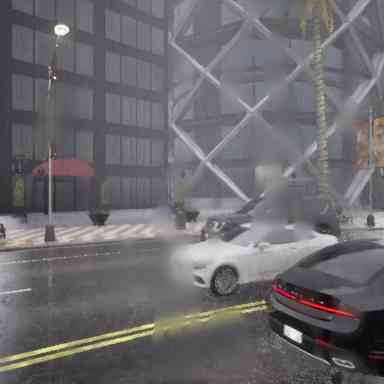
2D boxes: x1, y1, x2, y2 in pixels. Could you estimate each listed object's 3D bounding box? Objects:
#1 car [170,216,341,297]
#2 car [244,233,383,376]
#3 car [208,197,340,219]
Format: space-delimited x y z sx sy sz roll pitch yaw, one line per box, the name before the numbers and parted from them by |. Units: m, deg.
car | 1.759 1.526 8.529 4.674 1.442 1.812 0 0 -25
car | 3.432 1.507 5.242 4.892 1.490 1.837 -1 0 -26
car | 3.144 1.221 12.987 5.566 2.045 2.150 0 0 -20
